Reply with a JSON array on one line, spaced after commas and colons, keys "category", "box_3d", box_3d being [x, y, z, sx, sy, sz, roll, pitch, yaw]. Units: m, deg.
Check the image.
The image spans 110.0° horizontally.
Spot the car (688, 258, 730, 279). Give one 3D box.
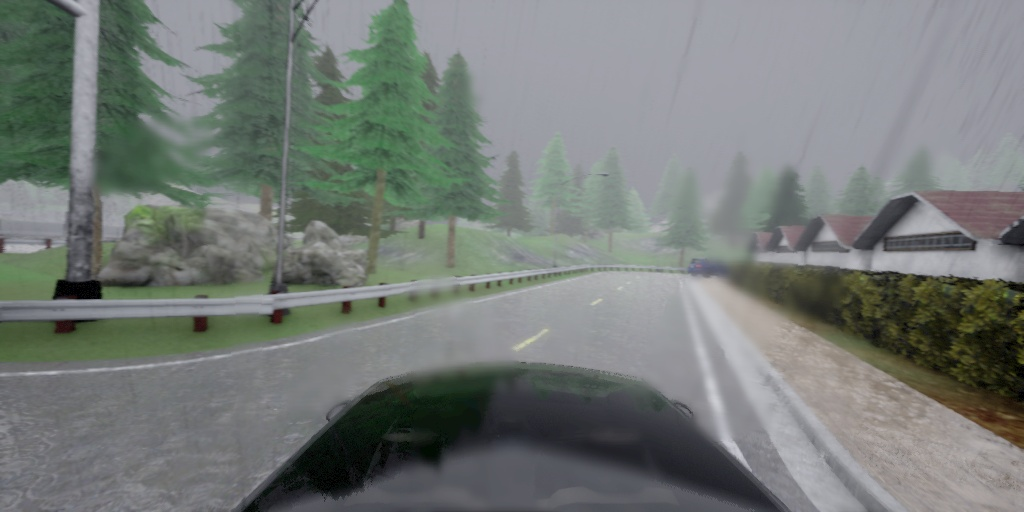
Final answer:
[{"category": "car", "box_3d": [21.388, 1.395, 37.735, 5.566, 2.045, 2.150, 3, 2, -10]}]
